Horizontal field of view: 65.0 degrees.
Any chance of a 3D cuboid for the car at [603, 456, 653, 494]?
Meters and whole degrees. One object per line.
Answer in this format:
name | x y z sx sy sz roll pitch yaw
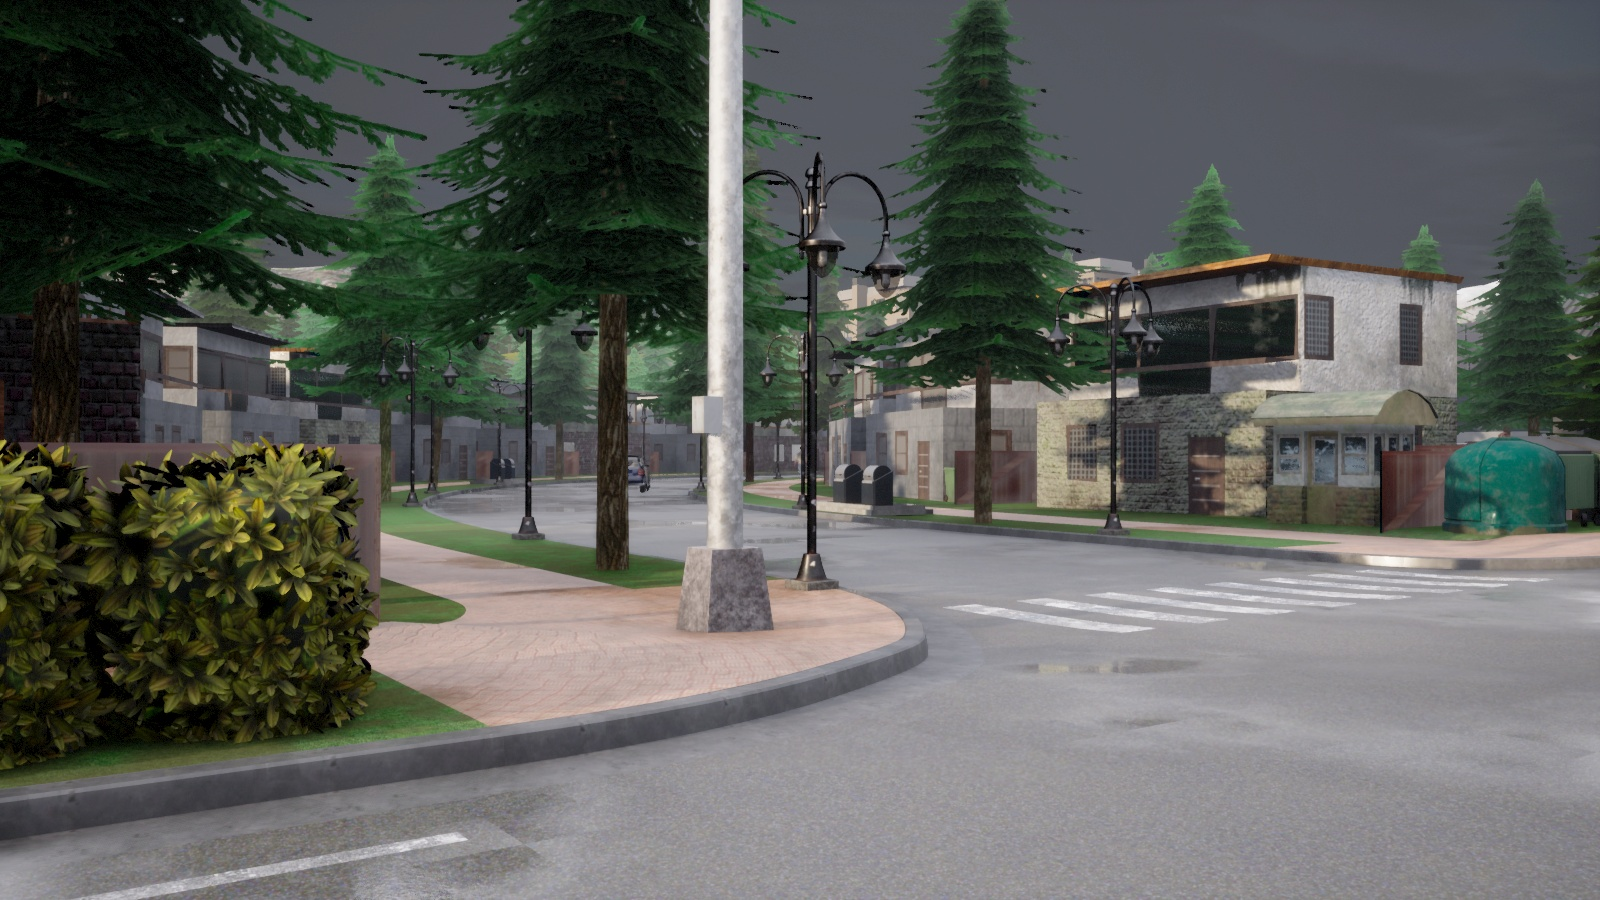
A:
car | -7.268 1.026 53.276 1.789 1.549 3.705 0 0 -3
